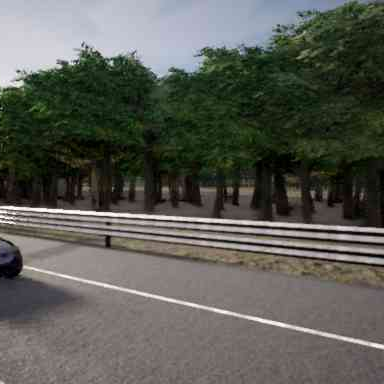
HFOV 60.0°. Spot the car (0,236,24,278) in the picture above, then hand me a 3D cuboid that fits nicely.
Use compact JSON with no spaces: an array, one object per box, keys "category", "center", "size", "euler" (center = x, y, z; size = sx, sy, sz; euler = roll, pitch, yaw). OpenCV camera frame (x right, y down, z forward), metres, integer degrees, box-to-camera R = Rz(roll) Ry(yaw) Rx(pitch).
[{"category":"car","center":[-6.280,1.513,8.628],"size":[4.181,1.385,1.994],"euler":[0,0,34]}]
